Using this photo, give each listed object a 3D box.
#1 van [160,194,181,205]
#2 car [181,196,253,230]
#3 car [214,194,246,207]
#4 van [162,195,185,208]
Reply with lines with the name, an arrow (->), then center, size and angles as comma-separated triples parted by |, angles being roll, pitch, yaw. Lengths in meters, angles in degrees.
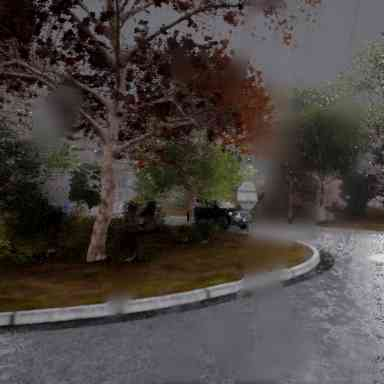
van -> -4.276, 1.444, 65.439 | 1.878, 1.987, 4.442 | 0, 0, -36
car -> 1.849, 1.527, 23.782 | 2.150, 2.045, 5.566 | 2, -2, -35
car -> 6.504, 1.437, 58.251 | 2.435, 2.045, 5.566 | 1, 0, -36
van -> -2.628, 1.449, 51.810 | 1.878, 1.987, 4.442 | 0, 0, -36
